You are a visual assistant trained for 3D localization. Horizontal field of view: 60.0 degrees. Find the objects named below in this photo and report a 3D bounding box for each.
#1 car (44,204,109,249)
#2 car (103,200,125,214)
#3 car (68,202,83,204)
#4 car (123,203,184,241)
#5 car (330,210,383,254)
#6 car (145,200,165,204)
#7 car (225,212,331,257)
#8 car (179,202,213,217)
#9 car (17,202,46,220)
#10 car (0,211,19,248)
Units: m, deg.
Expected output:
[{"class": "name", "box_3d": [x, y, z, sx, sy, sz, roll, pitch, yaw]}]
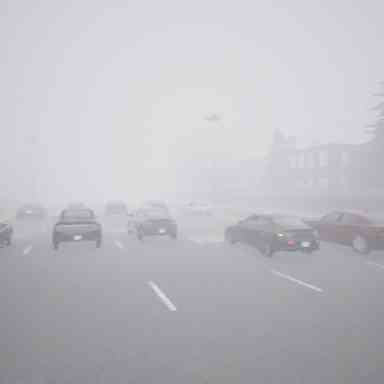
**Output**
[{"class": "car", "box_3d": [-5.078, 1.487, 14.699, 2.128, 1.511, 4.902, 0, 0, -19]}, {"class": "car", "box_3d": [-7.416, 1.470, 31.783, 1.882, 1.535, 5.008, 0, 0, -19]}, {"class": "car", "box_3d": [-10.406, 1.556, 29.738, 1.994, 1.385, 4.181, 0, 0, -19]}, {"class": "car", "box_3d": [-2.090, 1.522, 16.752, 1.812, 1.442, 4.674, 0, 0, -19]}, {"class": "car", "box_3d": [6.434, 1.476, 13.613, 1.882, 1.535, 5.008, 0, 0, -19]}, {"class": "car", "box_3d": [-3.632, 1.497, 31.579, 1.837, 1.490, 4.892, 0, 0, -19]}, {"class": "car", "box_3d": [2.934, 1.523, 13.010, 1.812, 1.442, 4.674, 0, 0, -19]}, {"class": "car", "box_3d": [0.236, 1.594, 31.140, 1.895, 1.301, 4.718, 0, 0, -19]}, {"class": "car", "box_3d": [-13.704, 1.556, 28.567, 1.994, 1.385, 4.181, 0, 0, -19]}, {"class": "car", "box_3d": [-7.911, 1.597, 12.215, 1.895, 1.301, 4.718, 0, 0, -19]}]
